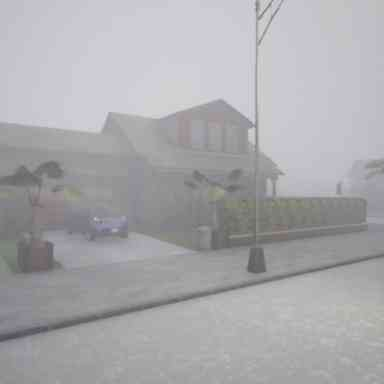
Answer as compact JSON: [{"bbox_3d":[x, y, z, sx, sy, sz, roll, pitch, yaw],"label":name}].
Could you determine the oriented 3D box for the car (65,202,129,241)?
[{"bbox_3d":[-4.154,1.201,14.492,1.845,1.501,3.633,0,0,-38],"label":"car"}]
